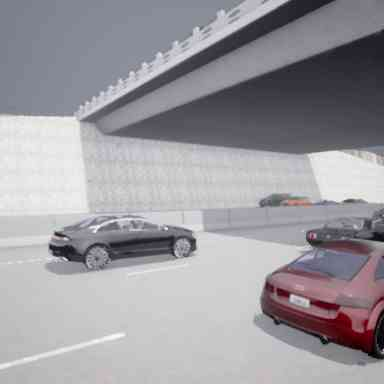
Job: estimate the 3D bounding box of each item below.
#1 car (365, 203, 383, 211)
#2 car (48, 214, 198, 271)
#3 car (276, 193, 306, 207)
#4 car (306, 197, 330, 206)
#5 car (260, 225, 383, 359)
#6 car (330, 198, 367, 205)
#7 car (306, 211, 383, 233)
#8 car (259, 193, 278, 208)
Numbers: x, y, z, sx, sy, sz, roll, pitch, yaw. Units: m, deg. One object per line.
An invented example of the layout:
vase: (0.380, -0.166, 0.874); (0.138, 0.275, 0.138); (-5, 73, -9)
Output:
car: (14.253, 1.541, 22.507); (5.357, 1.411, 2.033); (0, 0, -36)
car: (-2.047, 1.490, 10.885); (4.902, 1.511, 2.128); (0, 0, -35)
car: (13.706, 1.342, 43.847); (4.553, 1.767, 2.097); (0, 0, -35)
car: (16.691, 1.554, 41.679); (4.181, 1.385, 1.994); (0, 0, -35)
car: (3.207, 1.562, 6.034); (4.181, 1.385, 1.994); (0, 0, -35)
car: (18.650, 1.496, 38.779); (4.892, 1.490, 1.837); (0, 0, -35)
car: (6.524, 1.598, 12.697); (4.718, 1.301, 1.895); (0, 0, -35)
car: (11.957, 1.214, 46.896); (5.566, 2.045, 2.150); (0, 0, -35)
